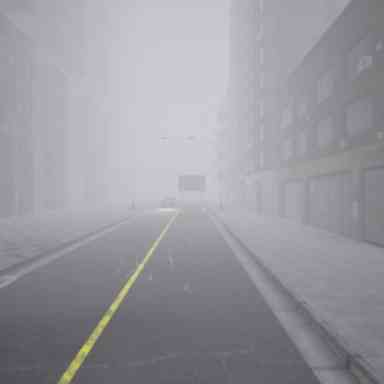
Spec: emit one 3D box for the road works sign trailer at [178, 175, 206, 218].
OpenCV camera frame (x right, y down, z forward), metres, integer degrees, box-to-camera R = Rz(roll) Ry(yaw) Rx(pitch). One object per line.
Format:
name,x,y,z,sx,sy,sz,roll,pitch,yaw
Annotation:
road works sign trailer,-0.002,0.309,28.760,2.380,3.560,2.880,0,0,0

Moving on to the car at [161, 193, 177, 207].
car,-3.086,1.256,44.623,2.128,1.511,4.902,0,0,0
